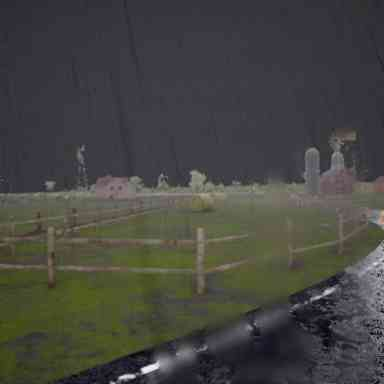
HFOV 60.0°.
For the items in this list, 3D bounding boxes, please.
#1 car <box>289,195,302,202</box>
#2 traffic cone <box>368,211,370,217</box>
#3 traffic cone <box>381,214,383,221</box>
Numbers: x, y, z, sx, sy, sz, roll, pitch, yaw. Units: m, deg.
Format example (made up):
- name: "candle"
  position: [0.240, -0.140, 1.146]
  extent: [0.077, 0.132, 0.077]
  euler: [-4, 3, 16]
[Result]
- name: "car"
  position: [23.771, 1.526, 76.698]
  extent: [2.128, 1.511, 4.902]
  euler: [-1, 0, 0]
- name: "traffic cone"
  position: [16.060, 1.977, 30.320]
  extent: [0.340, 0.580, 0.340]
  euler: [-1, 0, 13]
- name: "traffic cone"
  position: [14.756, 1.970, 25.751]
  extent: [0.340, 0.580, 0.340]
  euler: [-1, 0, 19]
